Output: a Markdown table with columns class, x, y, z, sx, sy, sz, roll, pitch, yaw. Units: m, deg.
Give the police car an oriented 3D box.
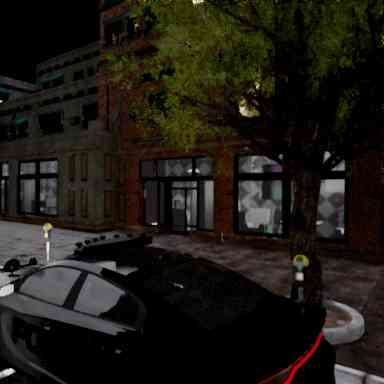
| class | x | y | z | sx | sy | sz | roll | pitch | yaw |
| --- | --- | --- | --- | --- | --- | --- | --- | --- | --- |
| police car | -1.063 | 1.366 | 4.132 | 5.238 | 1.638 | 1.930 | 1 | 1 | 35 |
